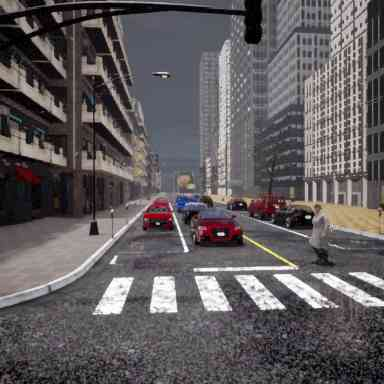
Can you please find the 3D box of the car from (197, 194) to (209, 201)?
[{"bbox_3d":[2.315,1.181,70.231,1.947,1.339,4.313,0,0,-5],"label":"car"}]

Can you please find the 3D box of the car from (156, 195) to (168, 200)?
[{"bbox_3d":[-3.353,1.343,36.524,1.887,1.381,4.507,0,0,-5],"label":"car"}]

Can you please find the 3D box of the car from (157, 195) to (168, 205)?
[{"bbox_3d":[-4.682,1.239,52.870,1.752,1.417,4.829,0,0,-5],"label":"car"}]

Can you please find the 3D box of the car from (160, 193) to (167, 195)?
[{"bbox_3d":[-4.234,1.267,47.364,1.752,1.417,4.829,0,0,-5],"label":"car"}]

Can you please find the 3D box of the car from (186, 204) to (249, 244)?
[{"bbox_3d":[0.980,1.476,15.108,1.994,1.385,4.181,0,0,-5],"label":"car"}]

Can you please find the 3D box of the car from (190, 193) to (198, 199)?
[{"bbox_3d":[0.526,1.071,92.250,2.008,1.369,4.403,0,0,-5],"label":"car"}]

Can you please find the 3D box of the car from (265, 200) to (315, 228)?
[{"bbox_3d":[6.342,1.436,20.689,1.947,1.339,4.313,0,0,-5],"label":"car"}]

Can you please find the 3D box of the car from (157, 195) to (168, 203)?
[{"bbox_3d":[-5.143,1.251,58.543,1.947,1.339,4.313,0,0,-5],"label":"car"}]

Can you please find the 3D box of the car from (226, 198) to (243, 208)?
[{"bbox_3d":[5.000,1.346,37.202,1.947,1.339,4.313,0,0,-5],"label":"car"}]

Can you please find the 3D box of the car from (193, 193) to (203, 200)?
[{"bbox_3d":[1.421,1.008,81.239,1.967,1.590,4.097,0,0,-5],"label":"car"}]

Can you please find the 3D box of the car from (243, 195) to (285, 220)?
[{"bbox_3d":[5.896,1.154,26.193,2.192,1.841,5.009,0,0,-5],"label":"car"}]

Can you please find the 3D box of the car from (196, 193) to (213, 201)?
[{"bbox_3d":[1.728,1.250,44.787,1.837,1.490,4.892,0,0,-4],"label":"car"}]

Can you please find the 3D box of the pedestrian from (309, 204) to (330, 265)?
[{"bbox_3d":[3.864,1.231,10.032,0.375,1.860,0.375,0,0,-5],"label":"pedestrian"}]

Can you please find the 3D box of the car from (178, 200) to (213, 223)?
[{"bbox_3d":[0.271,1.463,23.859,1.895,1.301,4.718,0,0,-5],"label":"car"}]

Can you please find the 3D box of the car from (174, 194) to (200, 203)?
[{"bbox_3d":[-0.563,1.284,34.229,1.882,1.535,5.008,0,0,-4],"label":"car"}]

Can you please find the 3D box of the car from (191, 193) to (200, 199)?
[{"bbox_3d":[0.973,1.095,86.745,2.008,1.369,4.403,0,0,-5],"label":"car"}]

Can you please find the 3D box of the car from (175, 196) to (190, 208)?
[{"bbox_3d":[-1.365,1.256,44.612,1.837,1.490,4.892,0,0,-4],"label":"car"}]

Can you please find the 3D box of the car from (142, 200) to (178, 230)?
[{"bbox_3d":[-2.010,1.433,20.011,1.887,1.381,4.507,0,0,-5],"label":"car"}]
